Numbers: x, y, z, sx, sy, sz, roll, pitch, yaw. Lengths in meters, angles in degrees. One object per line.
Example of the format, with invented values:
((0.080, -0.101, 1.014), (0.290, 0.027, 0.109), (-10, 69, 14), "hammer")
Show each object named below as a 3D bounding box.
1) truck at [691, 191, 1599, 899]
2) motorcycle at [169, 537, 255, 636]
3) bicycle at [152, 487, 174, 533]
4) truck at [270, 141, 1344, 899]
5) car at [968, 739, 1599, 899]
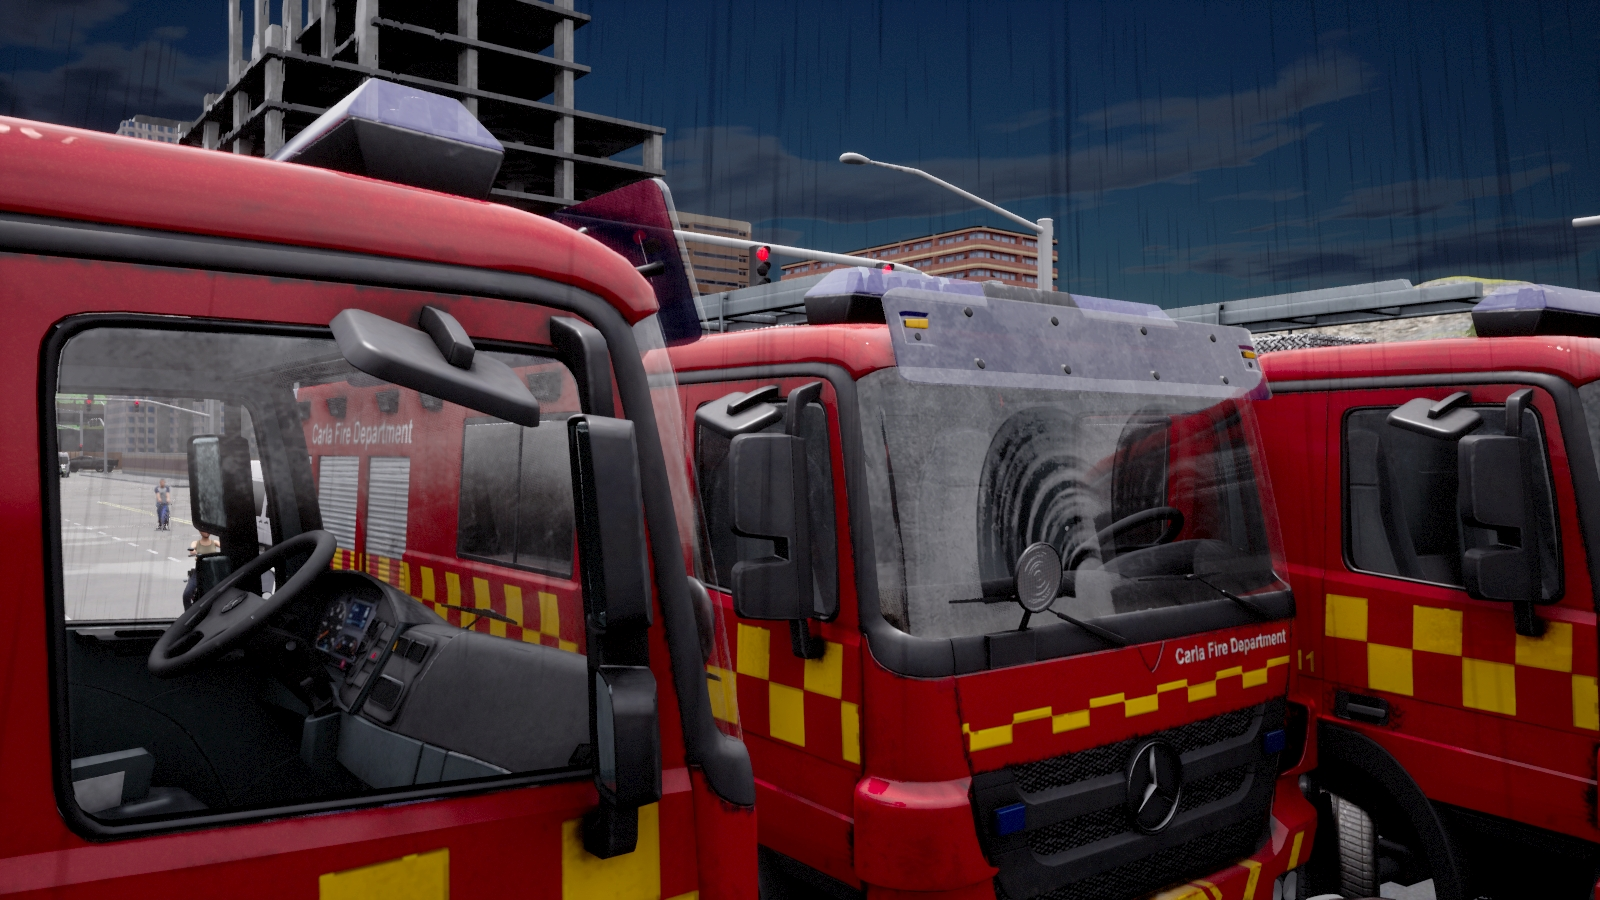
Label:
((2.348, 0.890, 8.605), (2.891, 3.827, 8.468), (0, 0, -31), "truck")
((-9.533, 2.155, 18.464), (0.764, 1.307, 2.356), (0, 0, -39), "motorcycle")
((-21.891, 2.056, 39.271), (0.373, 1.496, 1.643), (0, 0, -39), "bicycle")
((-1.099, 0.890, 8.003), (2.891, 3.827, 8.468), (0, 0, -38), "truck")
((2.437, 2.065, 3.109), (1.970, 1.475, 3.806), (0, 0, -30), "car")
